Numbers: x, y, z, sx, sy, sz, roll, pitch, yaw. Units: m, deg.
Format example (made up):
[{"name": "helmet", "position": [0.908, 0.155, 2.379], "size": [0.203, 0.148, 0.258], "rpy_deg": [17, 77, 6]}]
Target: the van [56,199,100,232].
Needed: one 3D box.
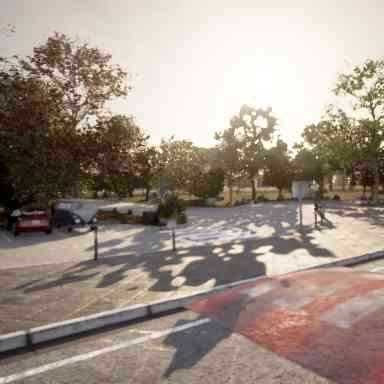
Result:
[{"name": "van", "position": [-7.402, 1.439, 21.321], "size": [1.878, 1.987, 4.442], "rpy_deg": [0, 0, -36]}]

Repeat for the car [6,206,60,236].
[{"name": "car", "position": [-9.744, 1.683, 19.826], "size": [2.163, 1.488, 4.792], "rpy_deg": [0, 0, -36]}]
